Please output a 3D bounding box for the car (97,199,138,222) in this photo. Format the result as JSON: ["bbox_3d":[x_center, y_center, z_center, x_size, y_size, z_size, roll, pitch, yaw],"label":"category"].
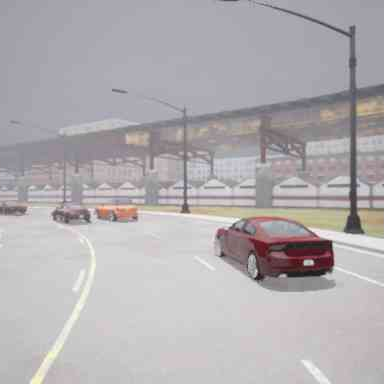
[{"bbox_3d":[-6.263,1.379,27.287,2.097,1.767,4.553,-1,0,-37],"label":"car"}]

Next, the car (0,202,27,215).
[{"bbox_3d":[-19.303,1.704,34.701,4.718,1.301,1.895,0,0,35],"label":"car"}]

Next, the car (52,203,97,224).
[{"bbox_3d":[-9.228,1.571,25.404,1.812,1.442,4.674,0,0,-38],"label":"car"}]

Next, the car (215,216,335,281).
[{"bbox_3d":[2.136,1.461,10.011,1.882,1.535,5.008,0,0,-12],"label":"car"}]
